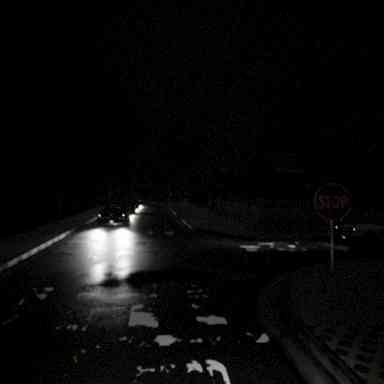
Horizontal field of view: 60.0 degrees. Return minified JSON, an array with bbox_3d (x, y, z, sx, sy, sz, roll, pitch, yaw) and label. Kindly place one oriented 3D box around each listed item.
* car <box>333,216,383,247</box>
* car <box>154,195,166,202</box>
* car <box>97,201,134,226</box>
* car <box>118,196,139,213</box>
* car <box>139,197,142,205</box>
[{"bbox_3d":[9.046,1.757,15.228,4.718,1.301,1.895,1,-2,-5],"label":"car"},{"bbox_3d":[-6.420,1.340,66.982,1.812,1.442,4.674,0,0,2],"label":"car"},{"bbox_3d":[-5.203,1.489,22.526,1.895,1.301,4.718,0,0,-7],"label":"car"},{"bbox_3d":[-6.531,1.336,32.856,1.837,1.490,4.892,0,0,-7],"label":"car"},{"bbox_3d":[-7.762,1.274,42.705,1.882,1.535,5.008,0,0,-7],"label":"car"}]
